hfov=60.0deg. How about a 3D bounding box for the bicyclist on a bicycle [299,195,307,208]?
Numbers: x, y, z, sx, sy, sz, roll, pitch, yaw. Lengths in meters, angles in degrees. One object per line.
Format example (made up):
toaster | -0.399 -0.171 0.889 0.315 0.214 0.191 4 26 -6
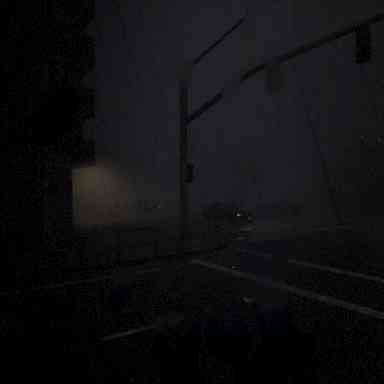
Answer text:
bicyclist on a bicycle | 13.362 1.232 40.167 1.656 1.620 0.582 0 0 -35

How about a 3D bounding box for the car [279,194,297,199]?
car | 21.071 1.180 72.264 4.553 1.767 2.097 0 0 -30

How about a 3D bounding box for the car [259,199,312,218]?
car | 7.980 1.553 29.243 1.895 1.301 4.718 0 0 -36

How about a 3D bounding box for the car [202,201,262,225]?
car | 2.553 1.493 24.303 1.812 1.442 4.674 0 0 -35

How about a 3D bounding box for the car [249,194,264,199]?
car | 13.346 1.197 66.841 4.553 1.767 2.097 0 0 -35

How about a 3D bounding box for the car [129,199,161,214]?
car | -5.020 1.475 35.163 1.837 1.490 4.892 0 -1 -35
